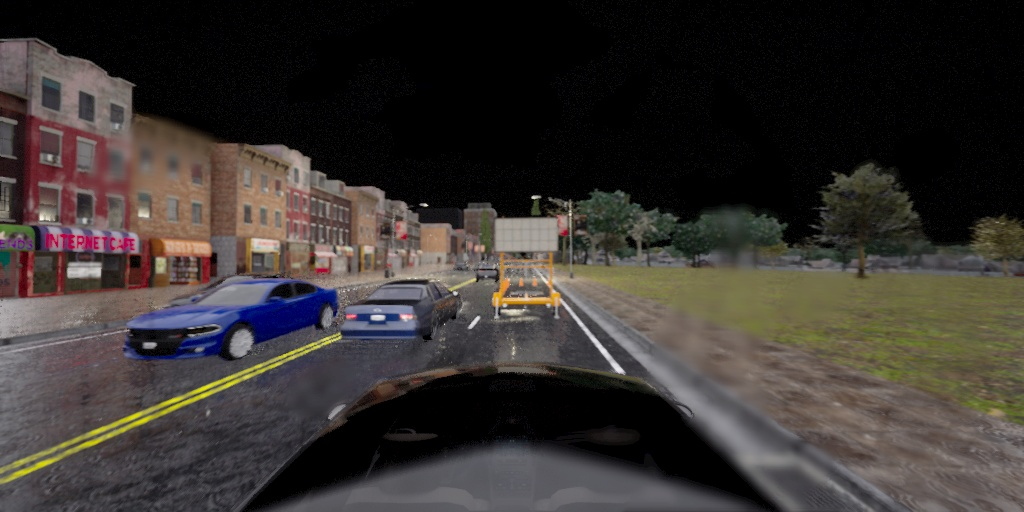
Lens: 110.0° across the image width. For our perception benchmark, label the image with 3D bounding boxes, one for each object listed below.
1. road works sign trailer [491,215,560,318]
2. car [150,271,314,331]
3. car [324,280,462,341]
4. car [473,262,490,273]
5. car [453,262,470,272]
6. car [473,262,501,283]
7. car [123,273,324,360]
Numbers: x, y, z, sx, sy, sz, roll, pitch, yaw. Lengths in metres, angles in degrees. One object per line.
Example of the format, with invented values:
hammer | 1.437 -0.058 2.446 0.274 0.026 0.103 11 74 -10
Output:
road works sign trailer | 0.546 0.283 13.354 2.380 3.560 2.880 0 0 2
car | -9.343 1.386 12.680 1.837 1.490 4.892 0 0 2
car | -2.740 1.369 10.106 2.033 1.411 5.357 0 0 2
car | -4.471 1.646 52.737 1.994 1.385 4.181 0 0 3
car | -7.644 1.678 54.580 1.994 1.385 4.181 0 0 3
car | -1.921 1.431 30.553 2.128 1.511 4.902 0 0 2
car | -6.247 1.315 8.796 1.882 1.535 5.008 0 0 2
